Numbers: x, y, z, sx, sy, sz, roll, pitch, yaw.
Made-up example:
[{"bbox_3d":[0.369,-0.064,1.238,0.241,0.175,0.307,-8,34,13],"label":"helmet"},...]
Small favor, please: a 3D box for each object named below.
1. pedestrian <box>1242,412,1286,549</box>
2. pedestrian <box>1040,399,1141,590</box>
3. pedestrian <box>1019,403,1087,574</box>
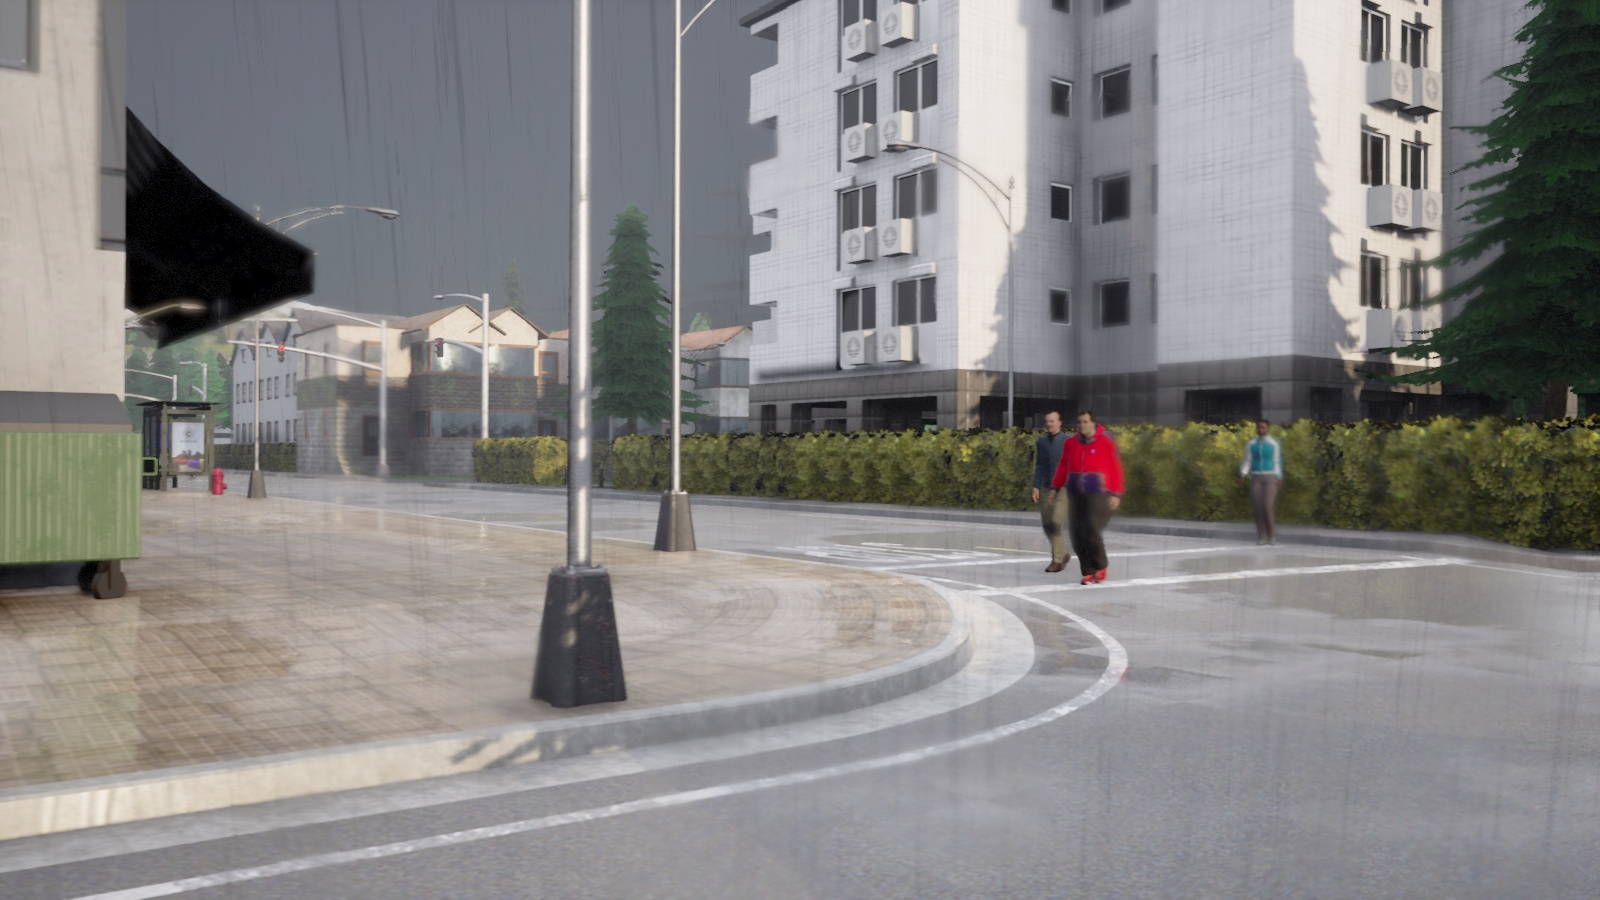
[{"bbox_3d":[6.698,0.427,18.126,0.396,1.930,0.692,0,0,38],"label":"pedestrian"},{"bbox_3d":[2.927,0.429,12.645,0.634,1.844,0.899,0,0,42],"label":"pedestrian"},{"bbox_3d":[2.810,0.414,13.931,0.402,1.842,0.726,0,0,44],"label":"pedestrian"}]
